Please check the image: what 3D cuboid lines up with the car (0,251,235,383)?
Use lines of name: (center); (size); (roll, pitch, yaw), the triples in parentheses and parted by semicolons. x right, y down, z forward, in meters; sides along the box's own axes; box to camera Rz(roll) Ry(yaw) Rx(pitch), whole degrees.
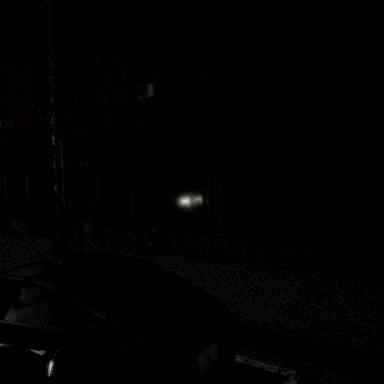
car: (-1.608, 1.419, 3.919); (4.313, 1.339, 1.947); (0, 3, 33)
